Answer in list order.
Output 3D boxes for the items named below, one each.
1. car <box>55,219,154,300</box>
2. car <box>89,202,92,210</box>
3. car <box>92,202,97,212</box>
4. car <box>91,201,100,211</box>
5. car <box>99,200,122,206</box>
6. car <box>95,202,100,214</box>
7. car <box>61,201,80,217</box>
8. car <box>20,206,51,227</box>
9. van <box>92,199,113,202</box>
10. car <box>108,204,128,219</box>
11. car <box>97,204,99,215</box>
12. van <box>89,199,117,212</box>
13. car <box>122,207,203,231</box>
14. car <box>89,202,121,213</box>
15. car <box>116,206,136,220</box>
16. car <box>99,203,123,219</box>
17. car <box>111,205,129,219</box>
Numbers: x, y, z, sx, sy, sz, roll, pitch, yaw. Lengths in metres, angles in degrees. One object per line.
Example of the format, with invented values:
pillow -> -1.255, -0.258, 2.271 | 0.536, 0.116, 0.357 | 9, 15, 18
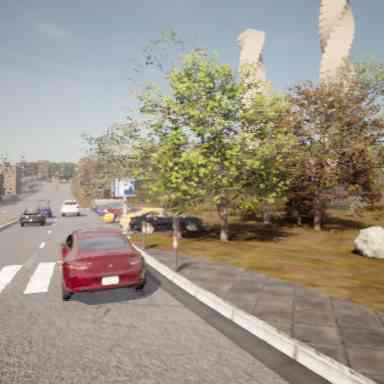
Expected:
car -> -2.539, 1.667, 8.814 | 1.812, 1.442, 4.674 | -1, -1, -23
car -> -13.438, 2.343, 52.451 | 4.553, 1.767, 2.185 | -1, 0, -21
car -> -10.462, 2.390, 44.605 | 4.792, 1.488, 2.163 | -1, 0, -21
car -> -11.382, 2.426, 47.200 | 4.792, 1.488, 2.163 | -1, -1, -21
car -> -7.536, 2.098, 36.870 | 4.553, 1.767, 2.185 | -1, -1, -21
car -> -9.455, 2.356, 42.037 | 4.674, 1.452, 2.002 | -1, -1, -21
car -> -16.382, 2.194, 44.936 | 2.150, 2.045, 5.566 | -1, -1, -21
car -> -14.506, 2.272, 30.572 | 2.128, 1.511, 4.902 | -1, -1, -21
van -> -12.279, 2.207, 49.807 | 4.442, 1.987, 1.878 | -1, 0, -21
car -> -4.551, 2.081, 29.163 | 4.792, 1.488, 2.163 | -1, -1, -21
car -> -8.485, 2.310, 39.460 | 4.674, 1.452, 2.002 | -1, -1, -21
van -> -15.426, 2.292, 57.457 | 4.442, 1.987, 1.878 | -1, 0, -21
car -> -1.662, 1.853, 21.429 | 4.892, 1.521, 2.231 | -1, -1, -21
car -> -14.343, 2.494, 54.916 | 4.892, 1.521, 2.231 | -1, 0, -21
car -> -2.636, 1.921, 24.005 | 5.008, 1.535, 2.097 | -1, -1, -21
car -> -5.730, 2.110, 31.668 | 5.366, 1.575, 1.946 | -1, -1, -21
car -> -3.600, 1.987, 26.584 | 4.892, 1.521, 2.231 | -1, -1, -21
